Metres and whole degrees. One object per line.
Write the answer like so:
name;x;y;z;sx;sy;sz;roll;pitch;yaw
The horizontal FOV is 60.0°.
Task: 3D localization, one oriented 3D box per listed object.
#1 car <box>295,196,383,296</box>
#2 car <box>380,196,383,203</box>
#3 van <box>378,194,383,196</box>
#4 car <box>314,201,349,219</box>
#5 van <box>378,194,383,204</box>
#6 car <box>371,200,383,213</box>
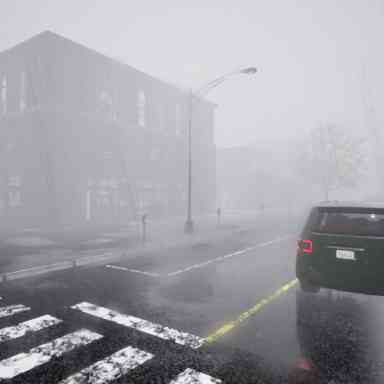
car;4.312;1.224;8.193;2.150;2.045;5.566;0;0;35
car;41.293;1.562;70.418;2.008;1.369;4.403;1;1;35
van;28.506;1.354;52.304;1.690;1.788;3.998;1;1;35
car;12.518;1.575;29.665;1.947;1.339;4.313;1;0;35
van;38.098;1.353;65.888;1.690;1.788;3.998;1;1;35
car;22.131;1.613;38.632;1.895;1.301;4.718;0;0;35
